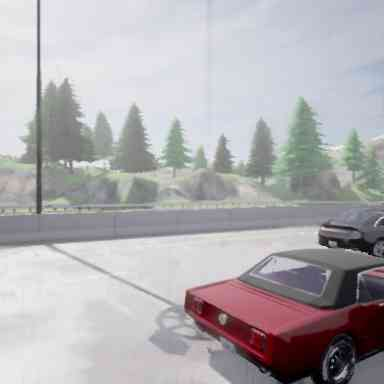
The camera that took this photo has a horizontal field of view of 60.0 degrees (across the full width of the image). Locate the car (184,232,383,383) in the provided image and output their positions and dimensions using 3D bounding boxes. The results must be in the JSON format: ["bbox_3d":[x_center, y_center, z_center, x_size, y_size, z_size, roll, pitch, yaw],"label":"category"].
[{"bbox_3d":[2.345,1.571,5.163,4.718,1.301,1.895,0,0,-31],"label":"car"}]

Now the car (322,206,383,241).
[{"bbox_3d":[8.743,1.471,16.399,4.181,1.385,1.994,0,0,-23],"label":"car"}]

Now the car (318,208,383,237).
[{"bbox_3d":[6.642,1.426,11.645,4.902,1.511,2.128,0,0,-27],"label":"car"}]
